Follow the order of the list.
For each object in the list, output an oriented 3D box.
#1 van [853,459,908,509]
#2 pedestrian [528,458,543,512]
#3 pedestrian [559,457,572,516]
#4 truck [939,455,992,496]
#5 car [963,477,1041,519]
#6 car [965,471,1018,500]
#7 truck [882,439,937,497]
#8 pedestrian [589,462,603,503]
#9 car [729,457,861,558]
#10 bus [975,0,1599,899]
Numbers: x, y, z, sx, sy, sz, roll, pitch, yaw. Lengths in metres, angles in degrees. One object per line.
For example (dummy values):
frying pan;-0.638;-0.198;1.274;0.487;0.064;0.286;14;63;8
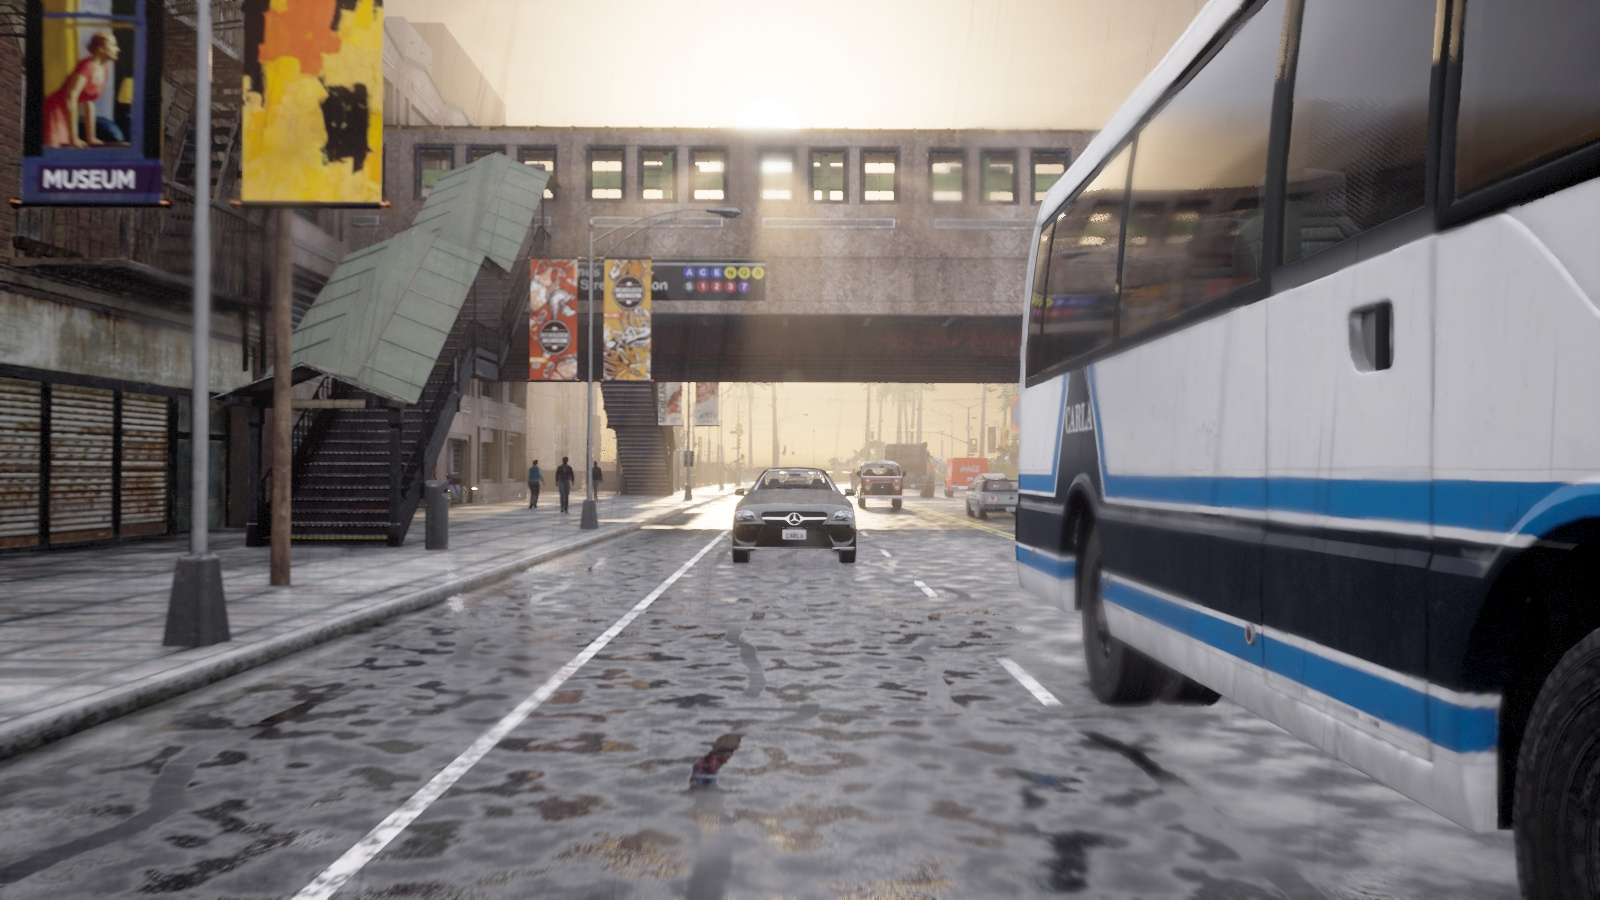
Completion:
van;3.402;1.422;53.688;2.069;2.038;4.480;0;-1;0
pedestrian;-9.559;1.269;45.437;0.396;1.930;0.692;0;-1;1
pedestrian;-7.638;1.185;40.897;0.402;1.930;0.666;0;-1;-11
truck;10.248;1.592;78.031;2.627;2.467;5.204;0;-1;0
car;6.842;1.607;43.044;1.895;1.301;4.718;0;-1;0
car;10.382;1.917;68.460;2.163;1.488;4.792;0;-1;0
truck;6.812;1.130;79.199;2.891;3.462;7.936;0;-1;1
pedestrian;-9.140;1.449;56.312;0.431;1.840;0.703;0;-1;8
car;-0.092;0.981;23.145;2.152;1.651;5.027;0;-1;0
bus;3.478;-0.478;5.847;3.944;4.253;10.273;0;-1;0
